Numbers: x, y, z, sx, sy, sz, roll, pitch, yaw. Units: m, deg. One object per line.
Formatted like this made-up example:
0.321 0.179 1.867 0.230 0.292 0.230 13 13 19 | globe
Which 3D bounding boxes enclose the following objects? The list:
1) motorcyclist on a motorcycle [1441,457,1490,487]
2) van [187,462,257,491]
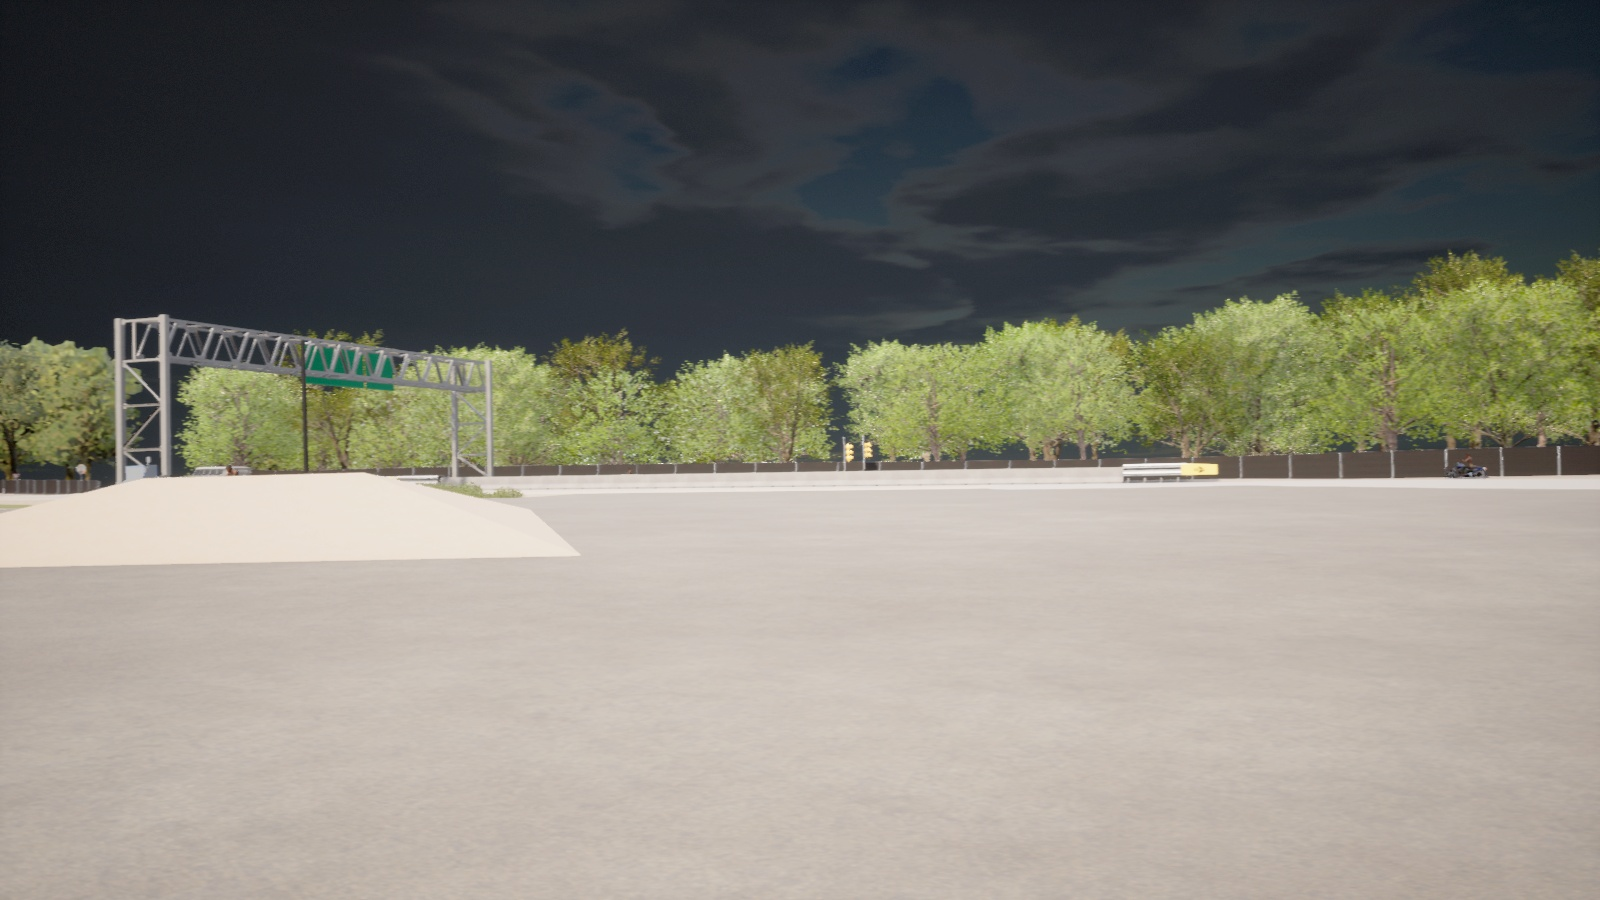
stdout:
38.900 1.295 73.422 0.766 1.649 2.350 -1 -1 -41 | motorcyclist on a motorcycle
-40.098 1.836 87.136 4.442 1.987 1.775 -1 -1 20 | van
